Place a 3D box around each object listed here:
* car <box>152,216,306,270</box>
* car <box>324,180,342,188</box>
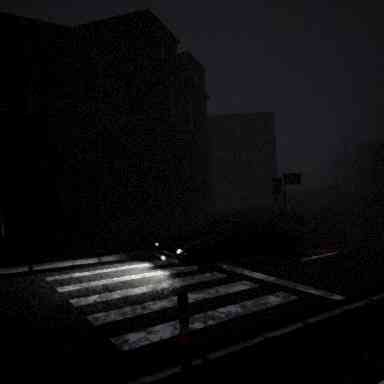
[{"bbox_3d":[1.430,1.527,11.093,5.357,1.411,2.033,0,0,-32],"label":"car"},{"bbox_3d":[25.691,-1.531,60.724,1.882,1.535,5.008,-3,1,5],"label":"car"}]
